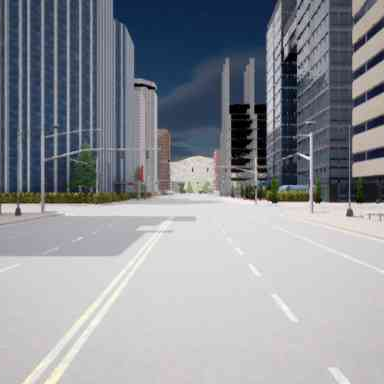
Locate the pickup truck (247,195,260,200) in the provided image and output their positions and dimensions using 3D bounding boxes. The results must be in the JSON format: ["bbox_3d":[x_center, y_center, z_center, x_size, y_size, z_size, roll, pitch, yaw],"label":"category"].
[{"bbox_3d":[16.621,1.029,88.674,2.390,2.098,6.274,0,0,31],"label":"pickup truck"}]
